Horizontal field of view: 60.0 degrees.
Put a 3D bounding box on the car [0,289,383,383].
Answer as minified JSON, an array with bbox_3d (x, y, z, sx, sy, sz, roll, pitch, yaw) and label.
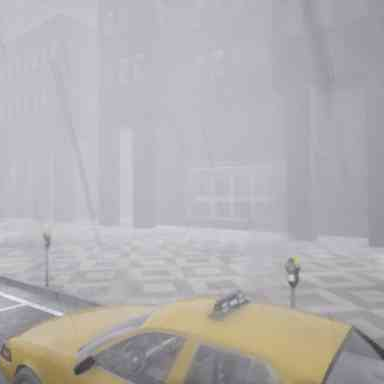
[{"bbox_3d":[0.099,1.539,2.893,4.829,1.417,1.752,-1,0,35],"label":"car"}]
